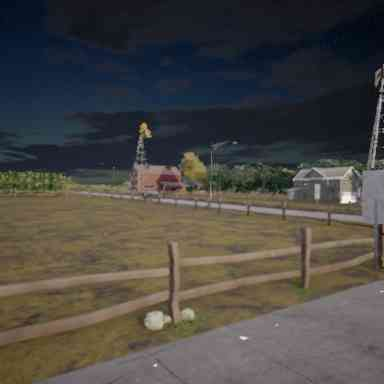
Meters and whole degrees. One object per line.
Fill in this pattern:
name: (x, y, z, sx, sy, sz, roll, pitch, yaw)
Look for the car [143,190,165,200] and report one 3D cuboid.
car: (-6.380, 0.489, 55.267, 1.882, 1.535, 5.008, 1, 1, -35)
